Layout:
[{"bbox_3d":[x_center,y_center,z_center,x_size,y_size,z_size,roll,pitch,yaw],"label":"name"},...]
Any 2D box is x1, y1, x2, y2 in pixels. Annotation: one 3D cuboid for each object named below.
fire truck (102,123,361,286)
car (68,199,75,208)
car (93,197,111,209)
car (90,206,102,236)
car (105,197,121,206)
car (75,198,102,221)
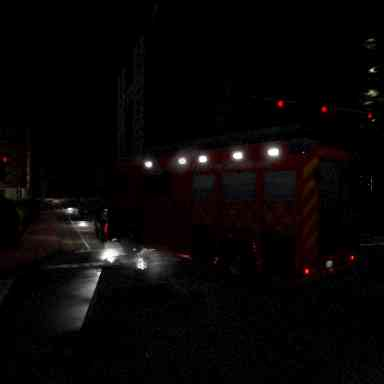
[{"bbox_3d":[0.503,0.363,10.750,2.891,3.827,8.468,0,0,-42],"label":"fire truck"},{"bbox_3d":[-17.477,1.670,49.594,1.895,1.301,4.718,0,0,-22],"label":"car"},{"bbox_3d":[-12.900,1.559,47.651,1.882,1.535,5.008,0,-1,-22],"label":"car"},{"bbox_3d":[-3.745,1.603,16.624,1.895,1.301,4.718,0,0,-23],"label":"car"},{"bbox_3d":[-14.526,1.618,60.745,2.128,1.511,4.902,0,0,-23],"label":"car"},{"bbox_3d":[-8.565,1.503,28.152,1.882,1.535,5.008,0,0,-23],"label":"car"}]
